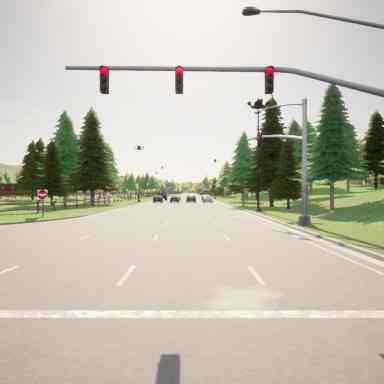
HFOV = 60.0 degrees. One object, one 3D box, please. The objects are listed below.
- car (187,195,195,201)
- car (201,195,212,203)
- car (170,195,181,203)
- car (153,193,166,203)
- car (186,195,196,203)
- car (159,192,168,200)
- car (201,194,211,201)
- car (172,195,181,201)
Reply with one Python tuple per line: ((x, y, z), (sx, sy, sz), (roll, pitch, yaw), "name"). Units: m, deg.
((-0.187, 1.385, 80.786), (1.994, 1.385, 4.181), (0, 0, 0), "car")
((3.336, 1.516, 70.791), (1.812, 1.442, 4.674), (0, 0, 0), "car")
((-3.663, 1.492, 70.358), (1.837, 1.490, 4.892), (0, 0, 0), "car")
((-7.163, 1.469, 70.350), (1.882, 1.535, 5.008), (0, 0, 0), "car")
((-0.164, 1.346, 70.720), (2.097, 1.767, 4.553), (0, 0, 0), "car")
((-7.187, 1.057, 80.800), (2.150, 2.045, 5.566), (0, 0, 0), "car")
((3.313, 1.357, 80.794), (2.128, 1.511, 4.902), (0, 0, 0), "car")
((-3.687, 1.427, 80.808), (1.895, 1.301, 4.718), (0, 0, 0), "car")
